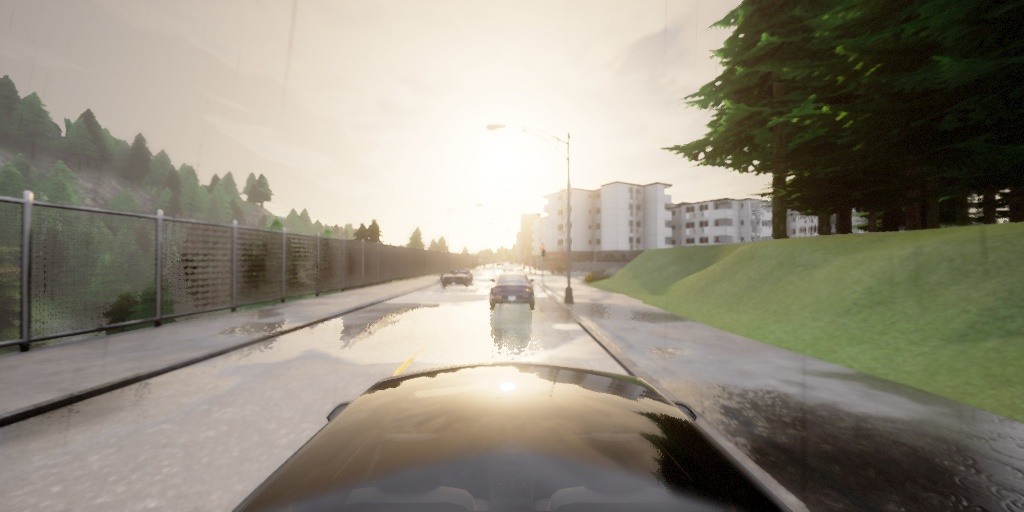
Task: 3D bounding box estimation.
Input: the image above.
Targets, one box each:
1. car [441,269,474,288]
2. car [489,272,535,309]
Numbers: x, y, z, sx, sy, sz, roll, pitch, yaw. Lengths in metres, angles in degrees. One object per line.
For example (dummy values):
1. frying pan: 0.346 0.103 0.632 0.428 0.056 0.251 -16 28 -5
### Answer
1. car: -4.017 1.625 26.988 1.895 1.301 4.718 0 -1 0
2. car: 0.021 1.427 15.724 1.812 1.442 4.674 0 0 0
